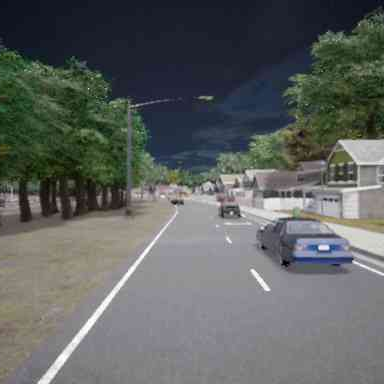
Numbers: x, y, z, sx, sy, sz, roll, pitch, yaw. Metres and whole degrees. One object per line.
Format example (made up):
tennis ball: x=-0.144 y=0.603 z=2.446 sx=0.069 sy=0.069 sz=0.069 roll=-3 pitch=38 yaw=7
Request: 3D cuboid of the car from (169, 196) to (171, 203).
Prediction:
car: x=-3.744 y=1.917 z=76.325 sx=1.837 sy=1.490 sz=4.892 roll=0 pitch=0 yaw=-7

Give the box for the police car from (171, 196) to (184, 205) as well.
police car: x=-2.691 y=1.802 z=66.473 sx=1.930 sy=1.638 sz=5.238 roll=0 pitch=0 yaw=-5

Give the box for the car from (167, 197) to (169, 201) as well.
car: x=-4.536 y=1.883 z=82.476 sx=1.801 sy=1.575 sz=5.366 roll=0 pitch=0 yaw=-8

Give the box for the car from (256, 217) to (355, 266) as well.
car: x=3.598 y=1.575 z=11.585 sx=2.033 sy=1.411 sz=5.357 roll=0 pitch=0 yaw=0

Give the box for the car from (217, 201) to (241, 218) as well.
car: x=3.576 y=1.666 z=32.536 sx=1.837 sy=1.490 sz=4.892 roll=0 pitch=0 yaw=0
